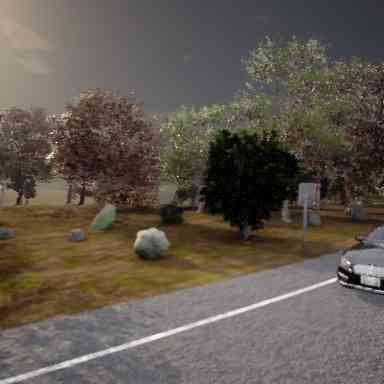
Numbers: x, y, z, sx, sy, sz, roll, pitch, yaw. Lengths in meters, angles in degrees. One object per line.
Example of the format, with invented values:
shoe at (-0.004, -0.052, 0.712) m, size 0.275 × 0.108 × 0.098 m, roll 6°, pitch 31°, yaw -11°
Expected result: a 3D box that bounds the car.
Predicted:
car at (5.416, 1.509, 8.200) m, size 4.902 × 1.511 × 2.128 m, roll 0°, pitch 0°, yaw -40°
